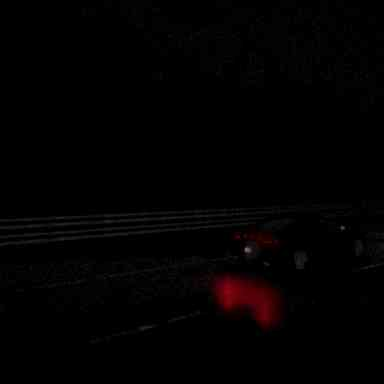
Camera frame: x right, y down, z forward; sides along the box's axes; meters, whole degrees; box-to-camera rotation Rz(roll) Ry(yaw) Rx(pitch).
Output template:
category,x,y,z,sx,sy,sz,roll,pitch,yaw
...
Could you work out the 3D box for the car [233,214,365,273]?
category,x,y,z,sx,sy,sz,roll,pitch,yaw
car,3.541,1.431,10.574,5.008,1.535,1.882,0,0,-36
